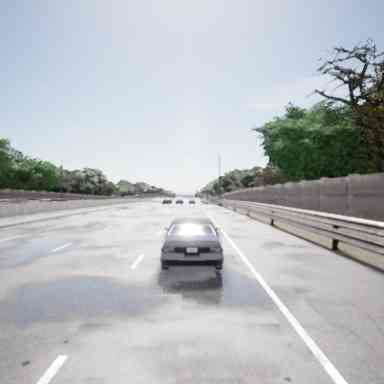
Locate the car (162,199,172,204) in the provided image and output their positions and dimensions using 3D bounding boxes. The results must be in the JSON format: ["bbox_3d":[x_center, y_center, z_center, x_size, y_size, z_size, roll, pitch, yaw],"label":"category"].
[{"bbox_3d":[-6.995,2.613,90.552,1.837,1.490,4.892,0,-2,0],"label":"car"}]

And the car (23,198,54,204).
[{"bbox_3d":[-17.498,1.715,39.678,2.033,1.411,5.357,0,-1,0],"label":"car"}]

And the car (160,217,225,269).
[{"bbox_3d":[0.001,1.533,11.030,2.033,1.411,5.357,0,0,0],"label":"car"}]

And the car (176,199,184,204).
[{"bbox_3d":[-3.495,2.653,90.967,1.812,1.442,4.674,0,-2,0],"label":"car"}]

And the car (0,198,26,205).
[{"bbox_3d":[-20.998,1.514,39.704,2.097,1.767,4.553,0,-1,0],"label":"car"}]

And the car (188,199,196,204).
[{"bbox_3d":[0.005,2.725,90.994,1.895,1.301,4.718,0,-2,0],"label":"car"}]
